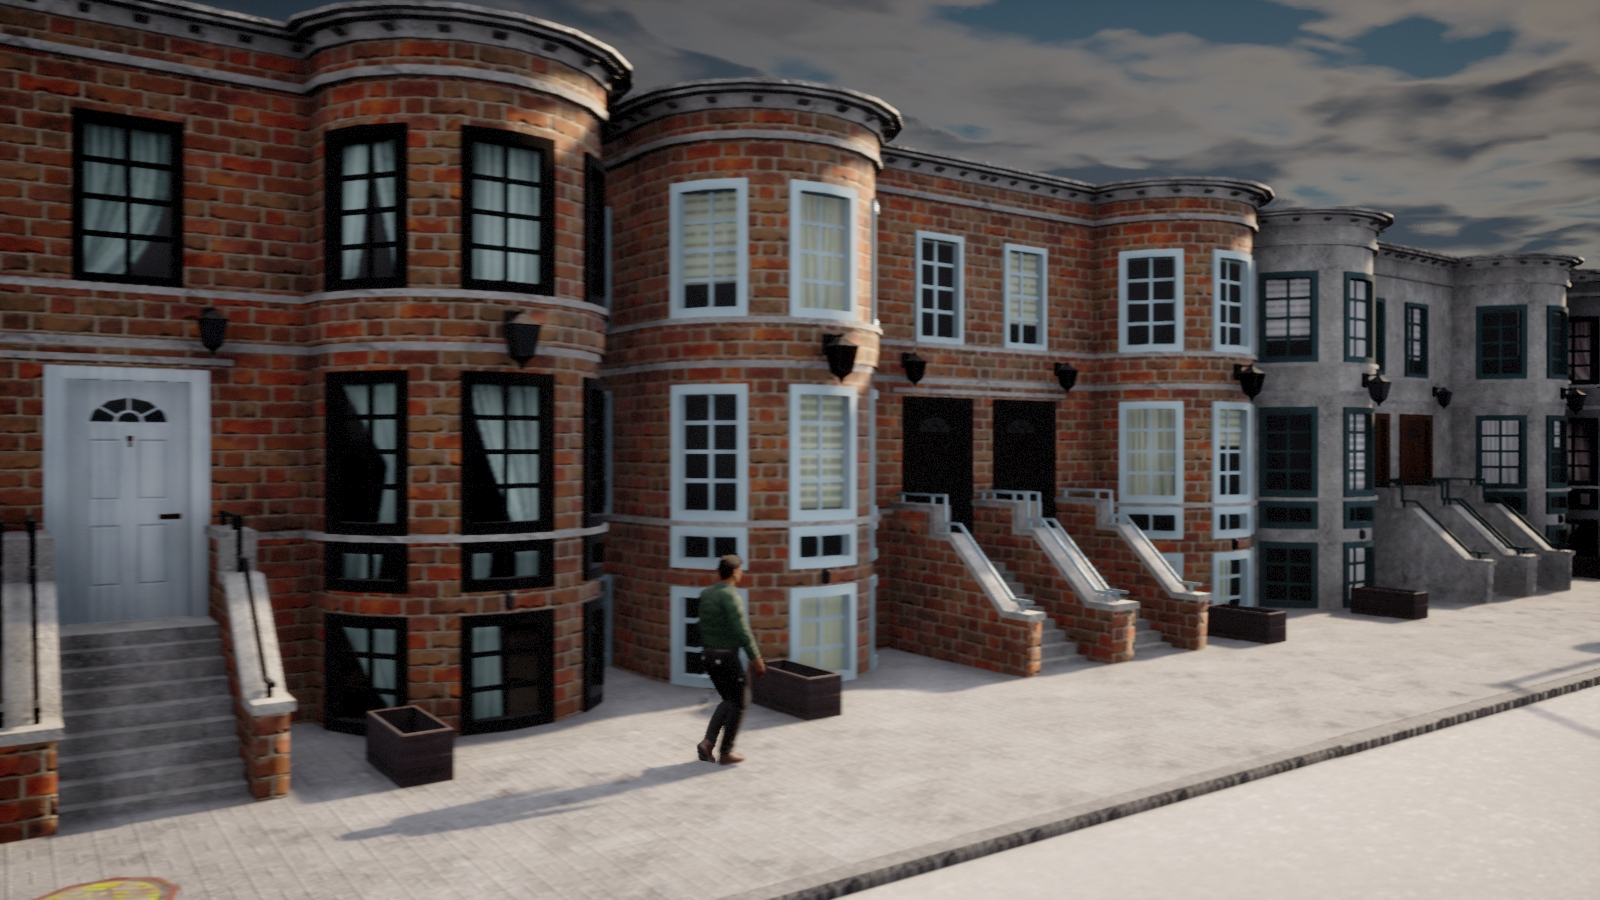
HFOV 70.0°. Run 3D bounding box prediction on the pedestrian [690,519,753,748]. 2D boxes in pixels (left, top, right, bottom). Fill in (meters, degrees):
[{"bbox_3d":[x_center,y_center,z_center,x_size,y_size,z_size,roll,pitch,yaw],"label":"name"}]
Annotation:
[{"bbox_3d":[-0.667,1.528,9.680,0.375,1.860,0.375,0,0,-43],"label":"pedestrian"}]
